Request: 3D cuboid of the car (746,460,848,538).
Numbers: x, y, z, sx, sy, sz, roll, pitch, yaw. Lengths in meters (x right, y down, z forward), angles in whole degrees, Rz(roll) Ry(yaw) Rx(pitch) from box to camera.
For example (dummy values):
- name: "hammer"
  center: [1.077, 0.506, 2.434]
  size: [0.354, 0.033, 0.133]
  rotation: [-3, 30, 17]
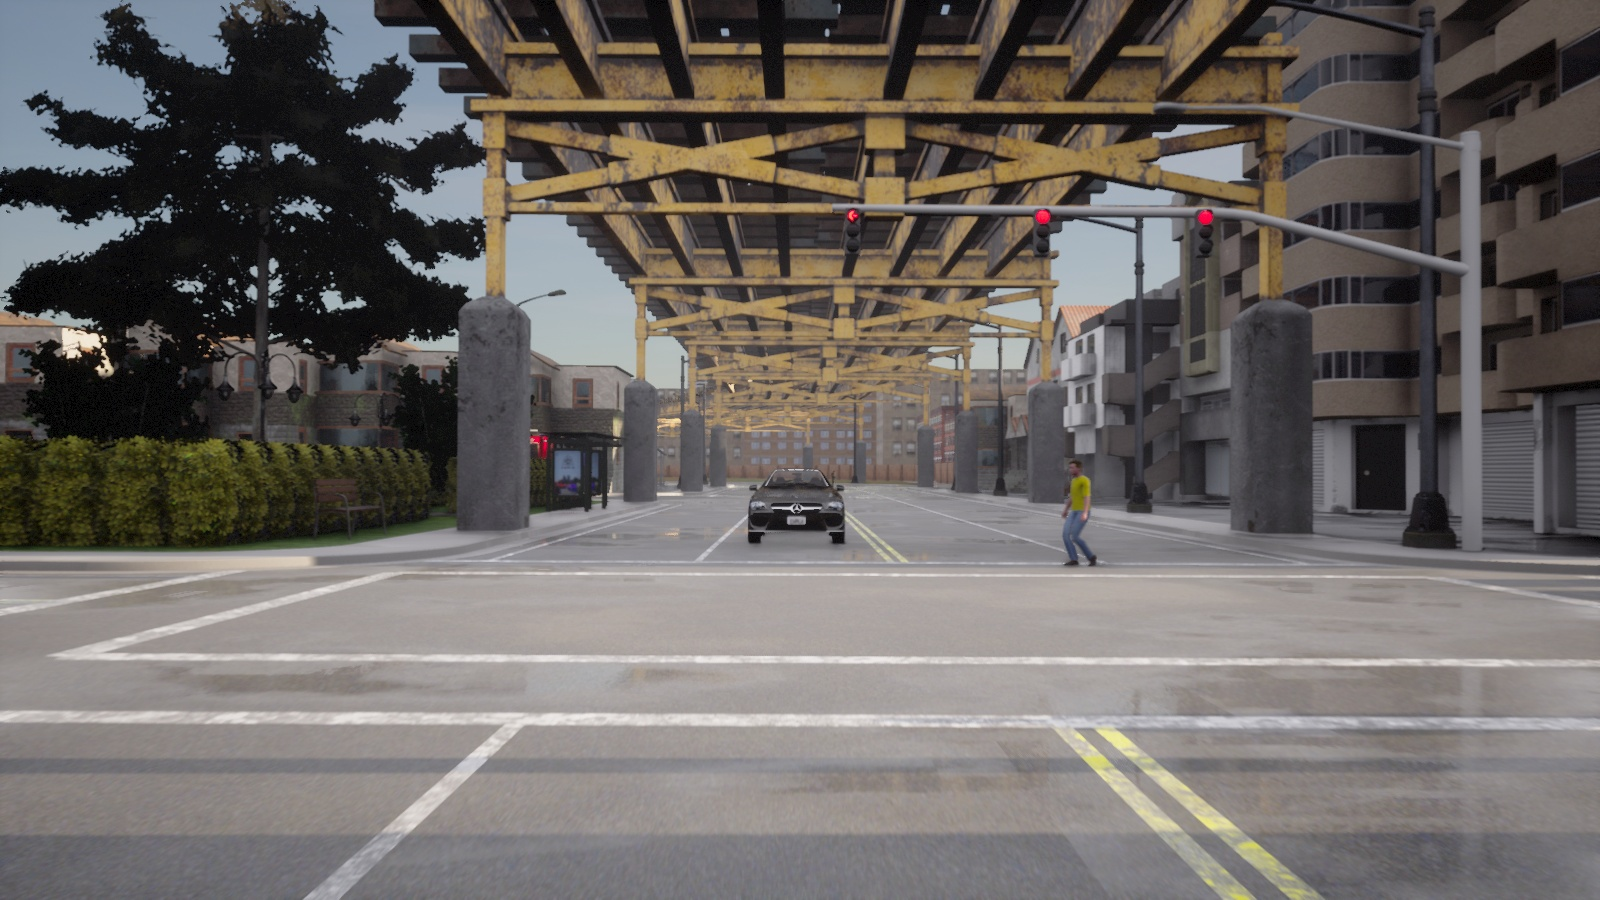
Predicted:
- name: "car"
  center: [-0.072, 1.081, 29.099]
  size: [2.152, 1.651, 5.027]
  rotation: [0, -1, 0]

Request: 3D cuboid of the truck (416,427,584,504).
- name: "truck"
  center: [-15.881, 0.835, 67.048]
  size: [8.468, 3.827, 2.891]
  rotation: [1, -1, -44]

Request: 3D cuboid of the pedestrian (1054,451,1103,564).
- name: "pedestrian"
  center: [4.624, 0.944, 20.853]
  size: [0.706, 1.836, 0.354]
  rotation: [0, -1, -18]
